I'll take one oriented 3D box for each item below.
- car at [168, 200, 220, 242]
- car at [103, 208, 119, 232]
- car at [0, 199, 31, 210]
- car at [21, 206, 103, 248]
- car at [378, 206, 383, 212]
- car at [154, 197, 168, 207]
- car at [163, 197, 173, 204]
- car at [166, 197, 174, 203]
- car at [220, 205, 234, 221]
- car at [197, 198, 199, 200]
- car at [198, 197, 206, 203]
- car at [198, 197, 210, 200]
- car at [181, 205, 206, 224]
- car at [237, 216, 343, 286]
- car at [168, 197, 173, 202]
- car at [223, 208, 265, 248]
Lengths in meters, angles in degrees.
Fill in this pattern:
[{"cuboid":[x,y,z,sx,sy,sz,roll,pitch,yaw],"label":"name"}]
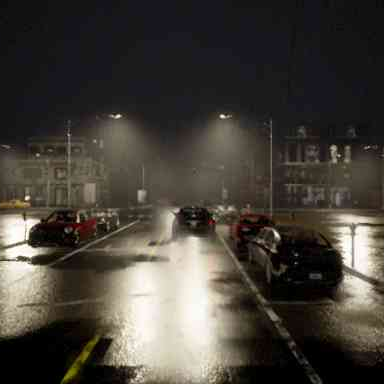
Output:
[{"cuboid":[0.078,1.461,17.148,2.097,1.767,4.553,0,0,0],"label":"car"},{"cuboid":[-5.712,1.684,20.801,2.008,1.369,4.403,0,0,0],"label":"car"},{"cuboid":[-25.508,1.746,47.244,4.829,1.417,1.752,0,-1,1],"label":"car"},{"cuboid":[-5.704,1.537,15.110,1.967,1.590,4.097,0,0,0],"label":"car"},{"cuboid":[23.600,1.918,38.130,4.206,1.307,1.802,0,-1,1],"label":"car"},{"cuboid":[-5.757,1.957,58.878,1.802,1.307,4.206,0,0,0],"label":"car"},{"cuboid":[-5.784,1.957,80.966,1.967,1.590,4.097,0,0,0],"label":"car"},{"cuboid":[-5.791,2.078,86.318,1.752,1.417,4.829,0,0,0],"label":"car"},{"cuboid":[2.662,1.719,26.486,2.008,1.369,4.403,0,0,0],"label":"car"},{"cuboid":[2.610,2.026,69.917,1.802,1.307,4.206,0,0,0],"label":"car"},{"cuboid":[2.590,2.103,86.484,2.008,1.369,4.403,0,0,0],"label":"car"},{"cuboid":[2.623,1.940,58.875,1.947,1.339,4.313,0,0,0],"label":"car"},{"cuboid":[0.057,1.776,27.573,1.895,1.301,4.718,0,0,-1],"label":"car"},{"cuboid":[2.683,1.611,9.410,2.008,1.369,4.403,0,0,0],"label":"car"},{"cuboid":[-5.771,1.996,69.922,2.008,1.369,4.403,0,0,0],"label":"car"},{"cuboid":[2.676,1.641,15.102,1.887,1.381,4.507,0,0,0],"label":"car"}]
